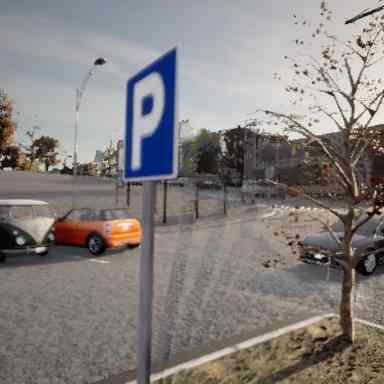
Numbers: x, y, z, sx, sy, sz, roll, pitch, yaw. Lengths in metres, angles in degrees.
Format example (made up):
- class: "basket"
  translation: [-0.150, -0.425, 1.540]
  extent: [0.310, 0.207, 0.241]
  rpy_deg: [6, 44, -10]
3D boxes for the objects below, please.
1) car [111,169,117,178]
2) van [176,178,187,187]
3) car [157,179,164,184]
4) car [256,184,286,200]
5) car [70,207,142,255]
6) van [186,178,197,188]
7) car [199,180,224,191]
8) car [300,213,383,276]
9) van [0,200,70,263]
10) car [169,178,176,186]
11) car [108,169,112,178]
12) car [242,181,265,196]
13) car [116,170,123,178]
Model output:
- class: "car"
  translation: [-16.024, -4.106, 78.761]
  extent: [2.185, 1.767, 4.553]
  rpy_deg: [4, 1, 33]
- class: "van"
  translation: [-0.155, -1.758, 56.715]
  extent: [1.878, 1.987, 4.442]
  rpy_deg: [7, 3, 34]
- class: "car"
  translation: [-3.616, -2.043, 61.729]
  extent: [2.002, 1.452, 4.674]
  rpy_deg: [7, 3, 34]
- class: "car"
  translation: [10.393, 0.160, 42.139]
  extent: [2.002, 1.452, 4.674]
  rpy_deg: [7, 3, 34]
- class: "car"
  translation: [-4.183, 1.371, 13.482]
  extent: [4.553, 1.767, 2.185]
  rpy_deg: [-1, -1, 35]
- class: "van"
  translation: [1.601, -1.482, 54.263]
  extent: [1.878, 1.987, 4.442]
  rpy_deg: [7, 3, 34]
- class: "car"
  translation: [3.385, -0.980, 51.920]
  extent: [2.231, 1.521, 4.892]
  rpy_deg: [7, 3, 34]
- class: "car"
  translation: [5.389, 1.463, 10.323]
  extent: [4.892, 1.490, 1.837]
  rpy_deg: [-1, 1, -35]
- class: "van"
  translation: [-6.572, 1.258, 11.705]
  extent: [4.442, 1.987, 1.878]
  rpy_deg: [-1, -1, 34]
- class: "car"
  translation: [-1.760, -1.809, 59.429]
  extent: [1.946, 1.575, 5.366]
  rpy_deg: [7, 3, 34]
- class: "car"
  translation: [-17.821, -4.386, 81.089]
  extent: [2.435, 2.045, 5.566]
  rpy_deg: [1, -1, 34]
- class: "car"
  translation: [8.676, -0.405, 44.593]
  extent: [2.435, 2.045, 5.566]
  rpy_deg: [7, 3, 34]
- class: "car"
  translation: [-14.267, -3.868, 76.311]
  extent: [2.185, 1.767, 4.553]
  rpy_deg: [6, 3, 33]
